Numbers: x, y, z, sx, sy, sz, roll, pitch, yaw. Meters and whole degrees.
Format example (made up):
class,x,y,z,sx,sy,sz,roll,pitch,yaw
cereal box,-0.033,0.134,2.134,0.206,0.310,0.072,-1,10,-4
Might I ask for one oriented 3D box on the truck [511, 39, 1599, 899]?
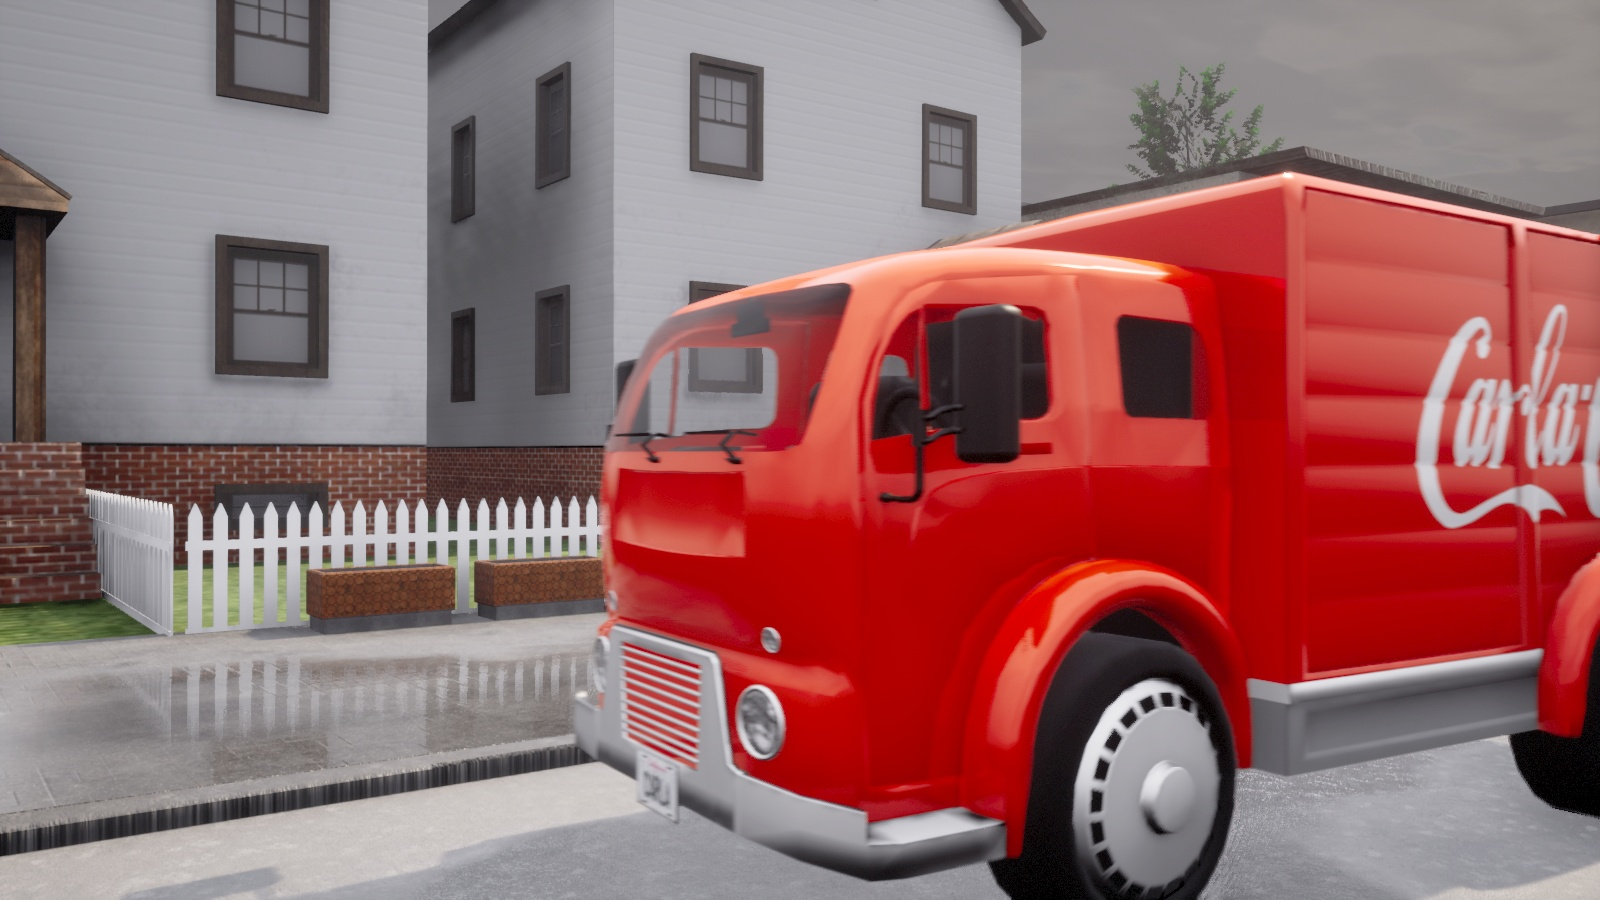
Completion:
class,x,y,z,sx,sy,sz,roll,pitch,yaw
truck,1.712,0.267,5.448,5.204,2.467,2.627,0,0,-32
